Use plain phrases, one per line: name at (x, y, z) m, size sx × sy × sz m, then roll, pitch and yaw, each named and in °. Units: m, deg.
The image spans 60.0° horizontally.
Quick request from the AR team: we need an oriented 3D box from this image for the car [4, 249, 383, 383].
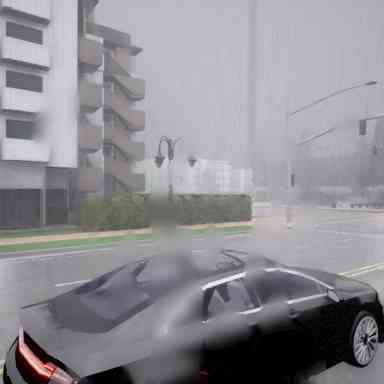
car at (0.498, 1.492, 4.112) m, size 4.902 × 1.511 × 2.128 m, roll 0°, pitch 0°, yaw -35°
